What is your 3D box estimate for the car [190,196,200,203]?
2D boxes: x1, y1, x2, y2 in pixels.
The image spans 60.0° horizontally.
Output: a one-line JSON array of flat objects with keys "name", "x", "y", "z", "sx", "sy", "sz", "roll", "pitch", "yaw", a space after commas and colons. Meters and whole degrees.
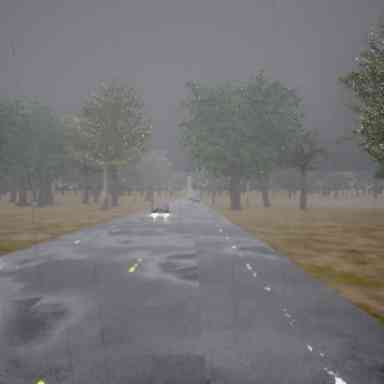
[{"name": "car", "x": 1.188, "y": 2.228, "z": 93.001, "sx": 2.097, "sy": 1.767, "sz": 4.553, "roll": 0, "pitch": -1, "yaw": 0}]

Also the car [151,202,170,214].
[{"name": "car", "x": -3.605, "y": 1.815, "z": 38.864, "sx": 1.994, "sy": 1.385, "sz": 4.181, "roll": 0, "pitch": -1, "yaw": 0}]
